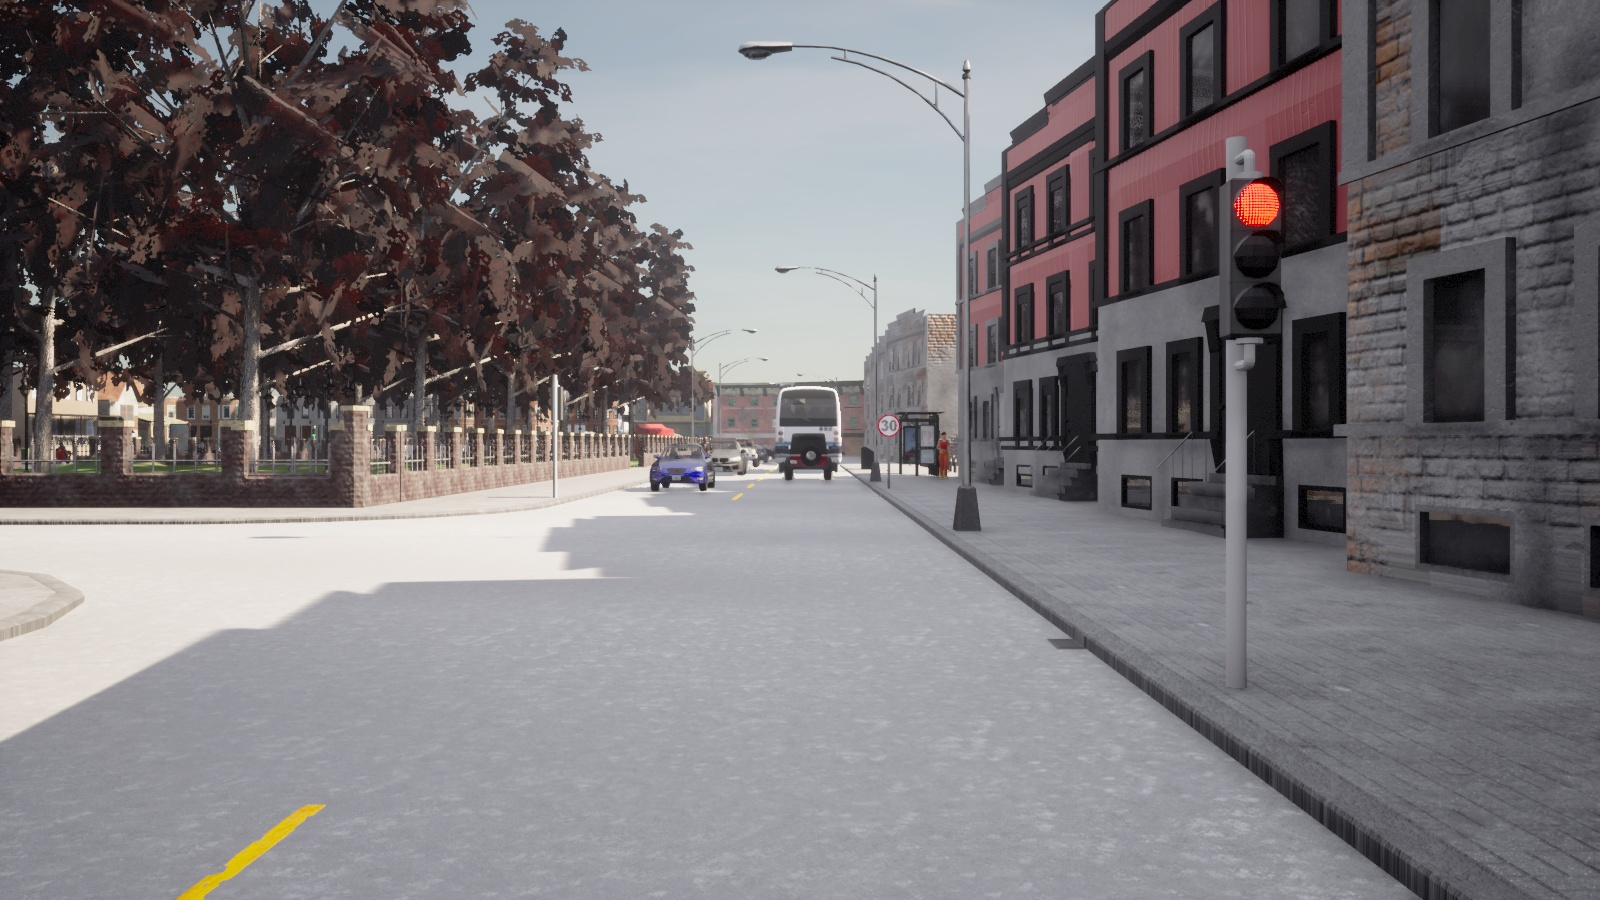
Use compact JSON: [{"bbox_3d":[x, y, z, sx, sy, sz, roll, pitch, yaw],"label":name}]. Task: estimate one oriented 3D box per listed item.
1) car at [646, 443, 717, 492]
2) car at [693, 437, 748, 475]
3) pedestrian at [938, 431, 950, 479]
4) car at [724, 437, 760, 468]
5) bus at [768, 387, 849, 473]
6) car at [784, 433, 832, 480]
[{"bbox_3d":[-3.717,0.530,40.145,1.816,1.474,4.193,0,0,1],"label":"car"},{"bbox_3d":[-3.614,0.261,57.926,2.242,1.667,4.611,0,0,0],"label":"car"},{"bbox_3d":[5.507,0.190,47.915,0.345,1.836,0.594,0,0,-4],"label":"pedestrian"},{"bbox_3d":[-3.494,0.127,76.691,1.932,1.855,4.605,0,0,0],"label":"car"},{"bbox_3d":[0.442,-1.006,66.720,3.944,4.253,10.273,0,0,0],"label":"bus"},{"bbox_3d":[0.346,0.251,51.715,1.905,1.878,3.866,0,0,0],"label":"car"}]
